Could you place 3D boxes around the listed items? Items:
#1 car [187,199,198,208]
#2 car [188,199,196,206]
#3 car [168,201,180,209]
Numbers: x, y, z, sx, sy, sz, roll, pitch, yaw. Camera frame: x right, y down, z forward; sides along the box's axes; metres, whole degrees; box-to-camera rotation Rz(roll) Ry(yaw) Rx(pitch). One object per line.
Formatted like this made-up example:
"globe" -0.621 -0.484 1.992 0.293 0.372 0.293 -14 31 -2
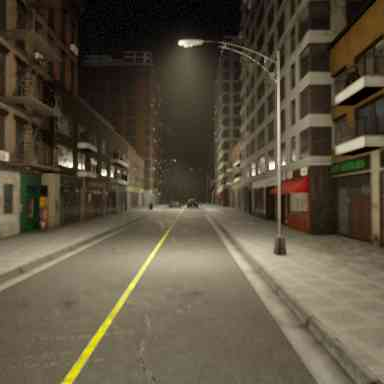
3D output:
"car" 0.111 2.206 59.897 1.812 1.442 4.674 0 -1 0
"car" 0.023 2.368 76.315 1.882 1.535 5.008 0 -1 0
"car" -3.028 2.206 58.225 2.033 1.411 5.357 0 -1 1
